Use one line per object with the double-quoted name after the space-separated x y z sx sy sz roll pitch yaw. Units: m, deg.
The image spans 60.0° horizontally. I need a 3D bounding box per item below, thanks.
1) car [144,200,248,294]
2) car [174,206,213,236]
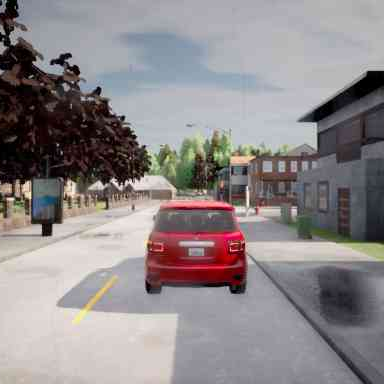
0.079 1.221 8.921 2.150 2.045 5.566 0 0 0 "car"
0.065 1.564 19.289 1.994 1.385 4.181 0 0 0 "car"
